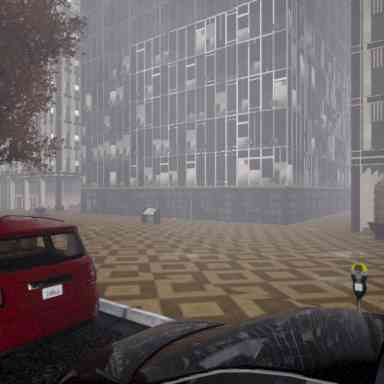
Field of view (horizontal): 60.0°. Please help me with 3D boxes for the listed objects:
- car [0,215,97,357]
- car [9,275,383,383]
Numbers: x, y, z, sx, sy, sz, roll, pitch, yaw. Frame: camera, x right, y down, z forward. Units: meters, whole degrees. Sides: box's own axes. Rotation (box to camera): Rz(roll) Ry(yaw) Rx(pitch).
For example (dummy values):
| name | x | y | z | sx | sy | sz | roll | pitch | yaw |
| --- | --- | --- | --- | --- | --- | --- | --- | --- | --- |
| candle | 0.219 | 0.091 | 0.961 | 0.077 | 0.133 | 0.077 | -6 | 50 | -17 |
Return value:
| name | x | y | z | sx | sy | sz | roll | pitch | yaw |
| --- | --- | --- | --- | --- | --- | --- | --- | --- | --- |
| car | -3.665 | 1.315 | 5.501 | 5.009 | 1.841 | 2.192 | 0 | 0 | 36 |
| car | 0.827 | 1.566 | 2.287 | 4.313 | 1.339 | 1.947 | 0 | 0 | 36 |
